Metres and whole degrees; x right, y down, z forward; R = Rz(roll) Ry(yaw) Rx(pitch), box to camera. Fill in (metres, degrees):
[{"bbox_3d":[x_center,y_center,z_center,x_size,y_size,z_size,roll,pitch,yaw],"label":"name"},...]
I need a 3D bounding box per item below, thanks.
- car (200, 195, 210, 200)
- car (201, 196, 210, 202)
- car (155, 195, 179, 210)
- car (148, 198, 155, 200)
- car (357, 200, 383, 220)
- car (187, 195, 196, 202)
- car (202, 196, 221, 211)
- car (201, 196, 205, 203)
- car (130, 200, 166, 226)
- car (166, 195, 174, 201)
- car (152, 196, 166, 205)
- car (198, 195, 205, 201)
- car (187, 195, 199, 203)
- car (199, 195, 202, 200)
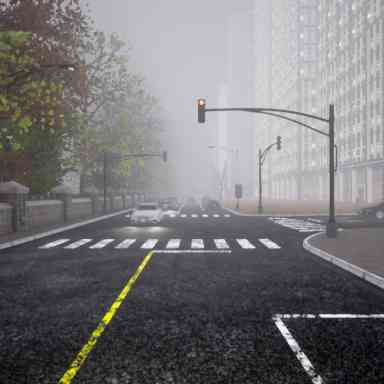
[{"bbox_3d":[2.645,1.593,52.789,1.947,1.339,4.313,0,0,0],"label":"car"},{"bbox_3d":[3.082,1.584,76.836,1.812,1.442,4.674,0,0,0],"label":"car"},{"bbox_3d":[-3.136,1.510,42.863,2.128,1.511,4.902,0,0,0],"label":"car"},{"bbox_3d":[-5.730,1.604,47.148,1.802,1.307,4.206,0,0,0],"label":"car"},{"bbox_3d":[14.933,1.237,24.747,4.892,1.490,1.837,-1,0,0],"label":"car"},{"bbox_3d":[-0.069,1.476,78.807,2.033,1.411,5.357,0,0,0],"label":"car"},{"bbox_3d":[2.655,1.584,41.523,1.947,1.339,4.313,0,0,0],"label":"car"},{"bbox_3d":[2.650,1.588,47.156,1.947,1.339,4.313,0,0,0],"label":"car"},{"bbox_3d":[-3.121,1.532,23.609,1.812,1.442,4.674,0,0,0],"label":"car"},{"bbox_3d":[-5.765,1.619,86.575,1.887,1.381,4.507,0,0,0],"label":"car"},{"bbox_3d":[-5.739,1.474,58.414,1.967,1.590,4.097,0,0,0],"label":"car"},{"bbox_3d":[2.611,1.635,92.214,2.008,1.369,4.403,0,0,0],"label":"car"},{"bbox_3d":[-0.061,1.573,69.224,1.812,1.442,4.674,0,0,0],"label":"car"},{"bbox_3d":[3.052,1.401,69.806,2.097,1.767,4.553,0,0,0],"label":"car"}]
